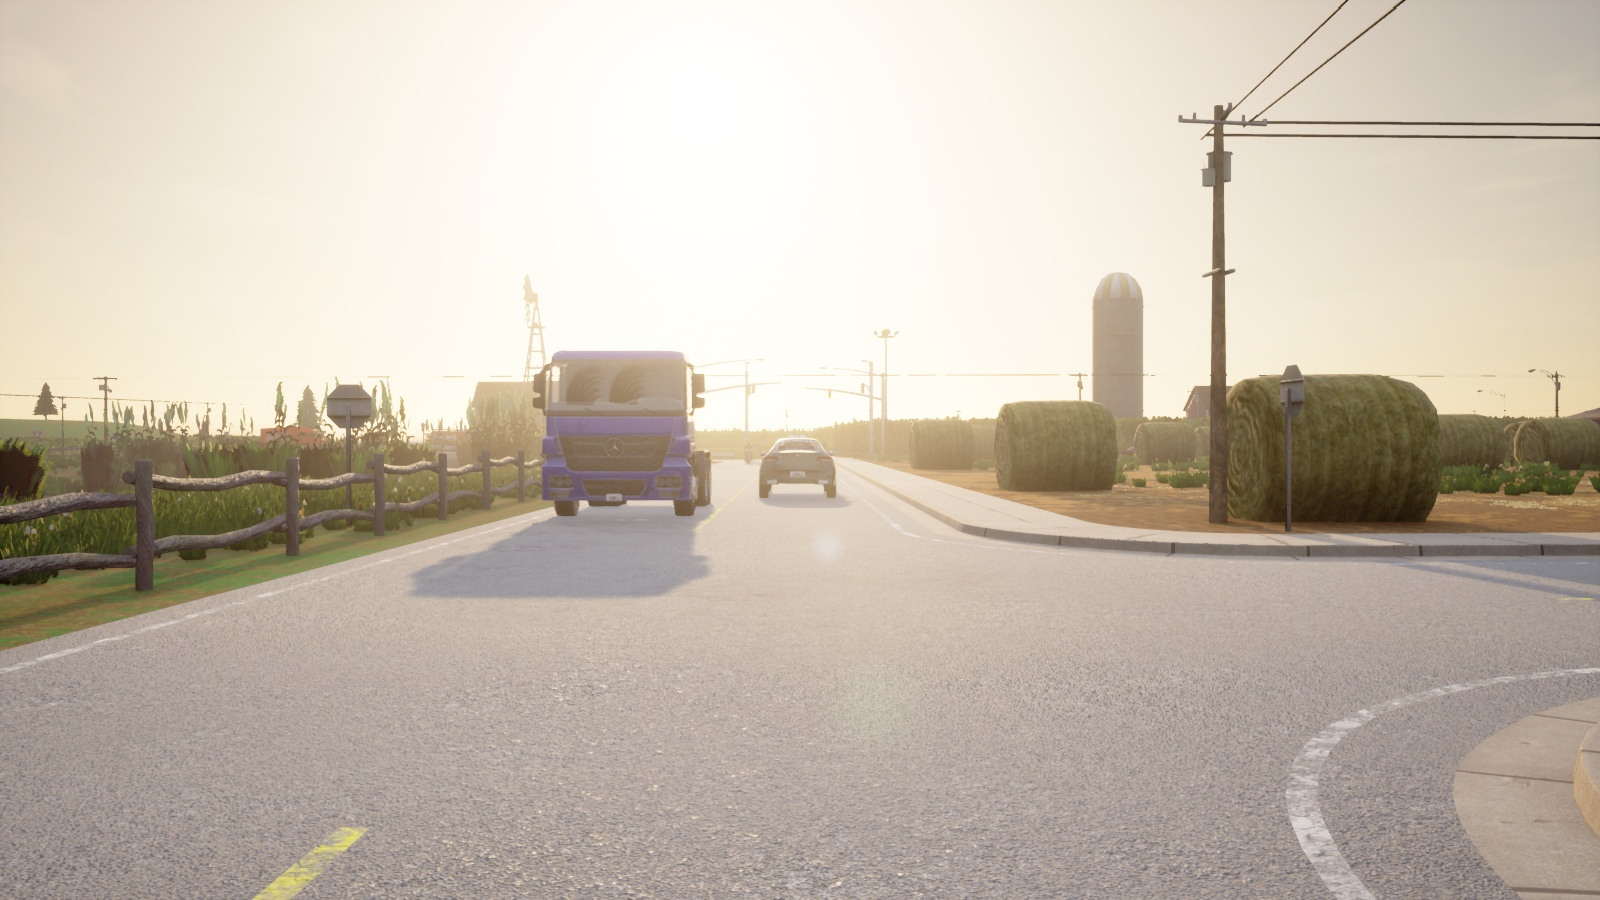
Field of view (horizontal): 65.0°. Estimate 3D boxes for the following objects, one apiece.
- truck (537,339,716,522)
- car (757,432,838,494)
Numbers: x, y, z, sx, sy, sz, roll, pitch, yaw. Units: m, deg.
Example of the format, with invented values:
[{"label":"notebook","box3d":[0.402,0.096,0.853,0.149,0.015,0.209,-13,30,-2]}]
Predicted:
[{"label":"truck","box3d":[-3.545,-0.395,27.774,2.891,3.462,7.936,0,0,0]},{"label":"car","box3d":[-0.071,0.322,36.016,2.152,1.651,5.027,0,0,0]}]
